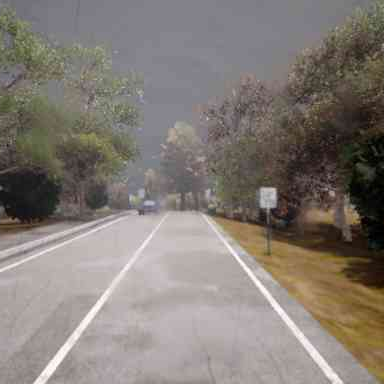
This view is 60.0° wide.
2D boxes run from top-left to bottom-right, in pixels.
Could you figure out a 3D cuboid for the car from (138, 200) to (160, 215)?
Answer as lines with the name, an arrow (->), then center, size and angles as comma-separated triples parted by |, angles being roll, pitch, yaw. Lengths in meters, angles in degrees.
car -> -4.290, 1.539, 33.670 | 1.812, 1.442, 4.674 | 0, -1, -1
